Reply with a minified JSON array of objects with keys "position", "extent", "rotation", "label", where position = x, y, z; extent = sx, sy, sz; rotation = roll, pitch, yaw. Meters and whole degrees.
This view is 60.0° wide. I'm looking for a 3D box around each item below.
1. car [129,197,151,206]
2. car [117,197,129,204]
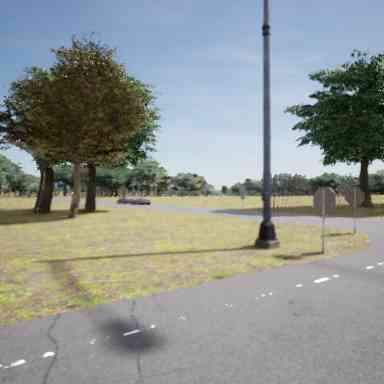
[{"position":[-8.779,1.648,58.300],"extent":[1.994,1.385,4.181],"rotation":[1,0,-33],"label":"car"},{"position":[-12.625,1.627,64.051],"extent":[2.033,1.411,5.357],"rotation":[1,0,-34],"label":"car"}]
